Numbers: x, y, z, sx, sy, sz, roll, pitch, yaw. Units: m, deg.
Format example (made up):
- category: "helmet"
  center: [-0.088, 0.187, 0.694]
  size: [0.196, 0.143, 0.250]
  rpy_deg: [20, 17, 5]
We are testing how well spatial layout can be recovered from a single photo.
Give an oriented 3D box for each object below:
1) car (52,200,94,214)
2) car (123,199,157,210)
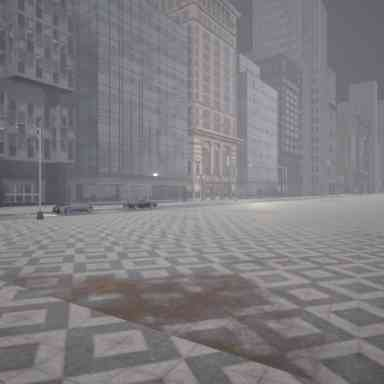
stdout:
- category: "car"
  center: [-12.509, 1.576, 35.174]
  size: [1.994, 1.385, 4.181]
  rpy_deg: [0, 0, 37]
- category: "car"
  center: [-6.742, 1.599, 43.287]
  size: [1.895, 1.301, 4.718]
  rpy_deg: [0, 0, 35]
